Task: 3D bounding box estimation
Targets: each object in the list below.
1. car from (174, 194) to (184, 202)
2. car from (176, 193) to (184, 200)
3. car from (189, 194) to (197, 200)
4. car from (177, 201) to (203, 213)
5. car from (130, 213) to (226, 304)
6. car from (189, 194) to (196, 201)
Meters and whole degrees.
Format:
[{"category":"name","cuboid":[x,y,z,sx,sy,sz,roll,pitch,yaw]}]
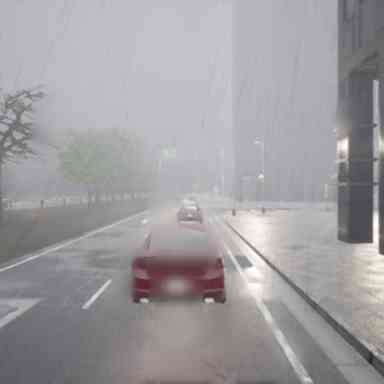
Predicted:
[{"category":"car","cuboid":[-3.394,1.613,81.932,2.033,1.411,5.357,0,0,0]},{"category":"car","cuboid":[-3.332,1.257,92.320,2.097,1.767,4.553,0,0,0]},{"category":"car","cuboid":[0.168,1.416,92.328,2.128,1.511,4.902,0,0,0]},{"category":"car","cuboid":[-0.147,1.635,25.724,1.994,1.385,4.181,0,0,0]},{"category":"car","cuboid":[-0.255,1.510,8.323,1.882,1.535,5.008,0,0,0]},{"category":"car","cuboid":[0.106,1.587,81.910,2.128,1.511,4.902,0,0,0]}]
